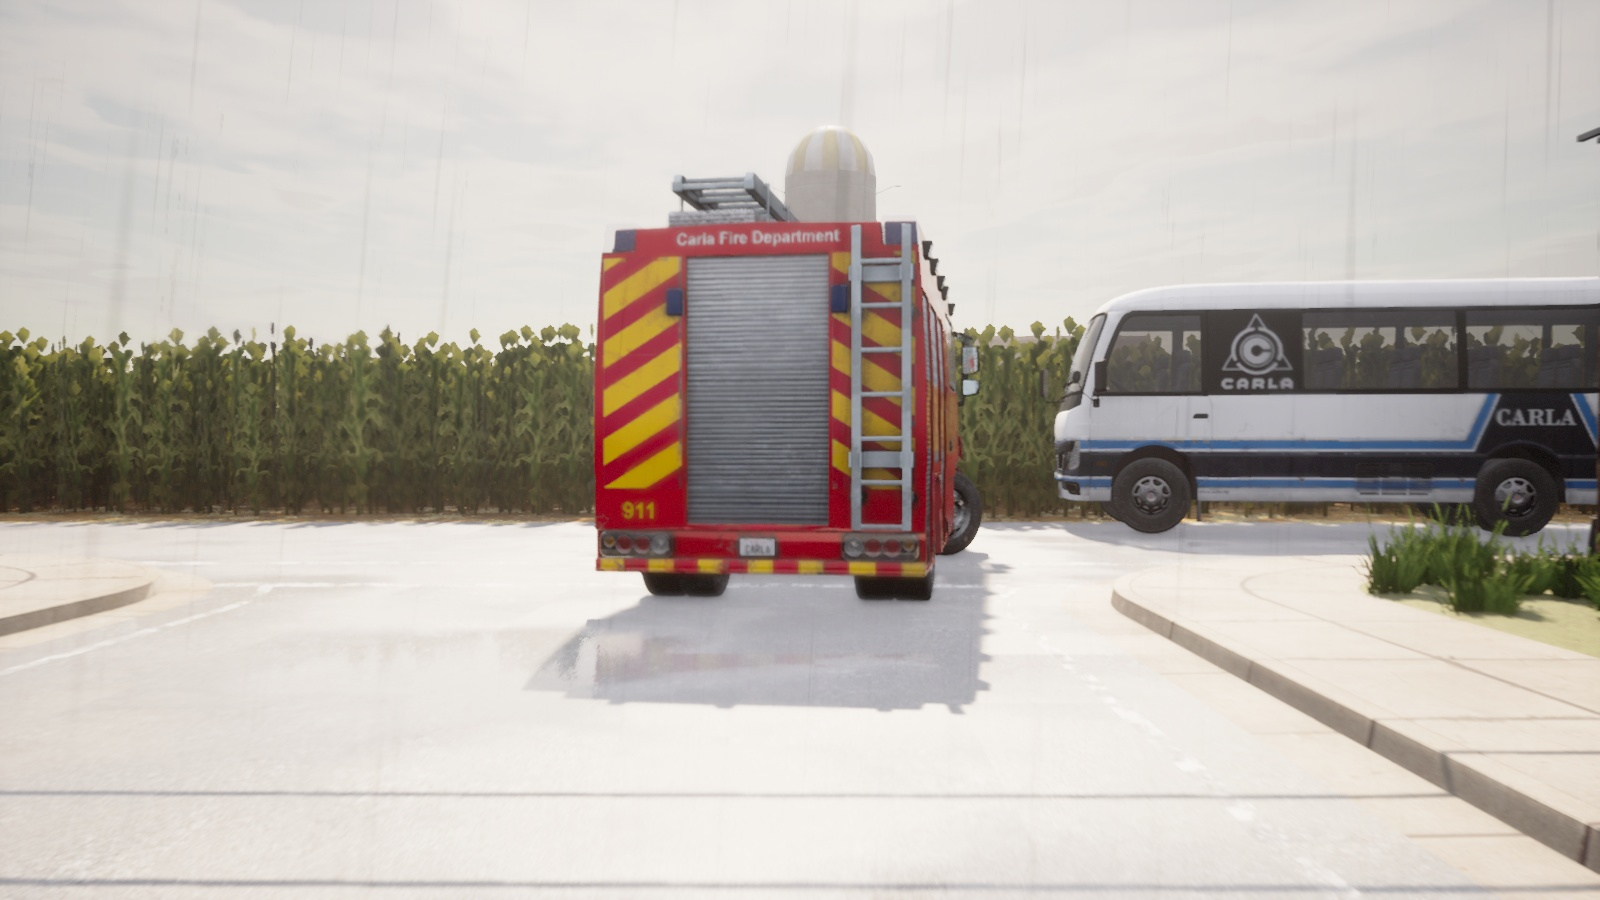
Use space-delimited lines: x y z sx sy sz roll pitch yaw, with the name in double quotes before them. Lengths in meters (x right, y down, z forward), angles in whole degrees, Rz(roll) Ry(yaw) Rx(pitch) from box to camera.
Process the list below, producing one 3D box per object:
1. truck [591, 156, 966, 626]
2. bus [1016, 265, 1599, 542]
"truck" 0.337 -0.497 14.640 2.891 3.827 8.468 0 0 9
"bus" 9.001 -0.735 21.674 10.273 4.253 3.944 0 0 8
